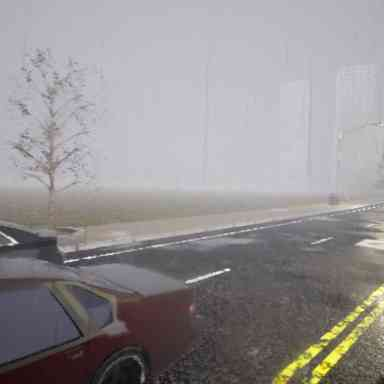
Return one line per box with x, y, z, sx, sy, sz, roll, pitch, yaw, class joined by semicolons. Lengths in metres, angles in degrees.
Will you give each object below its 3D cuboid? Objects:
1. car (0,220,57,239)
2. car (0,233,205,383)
-4.441;1.149;4.962;1.837;1.490;4.892;4;3;43;car
-2.180;1.356;2.616;2.033;1.411;5.357;4;3;43;car
